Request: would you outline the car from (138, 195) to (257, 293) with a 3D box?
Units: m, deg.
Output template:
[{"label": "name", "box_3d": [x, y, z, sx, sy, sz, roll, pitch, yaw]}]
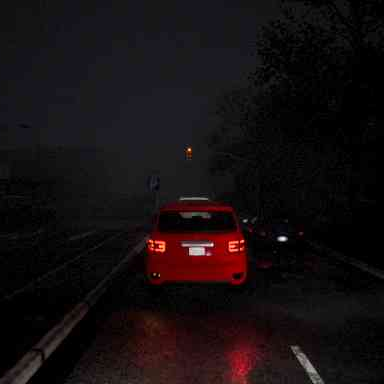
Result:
[{"label": "car", "box_3d": [0.088, 1.230, 9.044, 2.150, 2.045, 5.566, 0, 0, 0]}]

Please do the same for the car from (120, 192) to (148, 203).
[{"label": "car", "box_3d": [-11.558, 1.359, 65.010, 4.792, 1.488, 2.163, -1, 0, -15]}]

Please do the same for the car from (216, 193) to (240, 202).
[{"label": "car", "box_3d": [7.543, 1.143, 70.608, 4.553, 1.767, 2.185, 1, 0, -14]}]

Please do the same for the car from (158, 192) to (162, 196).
[{"label": "car", "box_3d": [-10.148, 1.323, 76.968, 4.892, 1.521, 2.231, -1, 0, -14]}]

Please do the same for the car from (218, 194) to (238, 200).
[{"label": "car", "box_3d": [8.947, 1.299, 82.380, 4.674, 1.452, 2.002, 1, 0, -12]}]

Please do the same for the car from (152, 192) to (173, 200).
[{"label": "car", "box_3d": [-8.164, 1.066, 91.956, 5.566, 2.045, 2.435, -1, 0, -12]}]

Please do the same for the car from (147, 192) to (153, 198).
[{"label": "car", "box_3d": [-10.919, 1.316, 68.003, 5.366, 1.575, 1.946, -1, 0, -15]}]

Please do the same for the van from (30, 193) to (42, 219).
[{"label": "van", "box_3d": [-13.645, 1.298, 24.222, 4.442, 1.987, 1.878, -1, 0, -20]}]

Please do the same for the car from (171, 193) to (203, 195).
[{"label": "car", "box_3d": [0.120, 1.247, 19.402, 2.150, 2.045, 5.566, 0, 0, 0]}]

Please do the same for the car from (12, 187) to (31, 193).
[{"label": "car", "box_3d": [-28.263, 0.138, 55.849, 2.002, 1.452, 4.674, 6, -3, -19]}]

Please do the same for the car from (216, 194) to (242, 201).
[{"label": "car", "box_3d": [8.074, 1.265, 73.602, 5.366, 1.575, 1.946, 1, 0, -13]}]

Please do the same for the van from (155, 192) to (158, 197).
[{"label": "van", "box_3d": [-10.370, 1.094, 73.996, 4.442, 1.987, 1.878, -1, 0, -14]}]

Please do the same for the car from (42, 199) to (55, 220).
[{"label": "car", "box_3d": [-13.675, 1.405, 27.200, 4.553, 1.767, 2.185, -1, 0, -19]}]

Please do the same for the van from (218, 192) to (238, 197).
[{"label": "van", "box_3d": [7.165, 1.044, 67.638, 4.442, 1.987, 1.878, 1, 0, -14]}]

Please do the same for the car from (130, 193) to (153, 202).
[{"label": "car", "box_3d": [-10.830, 1.197, 70.955, 4.553, 1.767, 2.185, -1, 0, -14]}]

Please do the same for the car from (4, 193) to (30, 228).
[{"label": "car", "box_3d": [-13.755, 1.269, 21.186, 5.566, 2.045, 2.435, -1, 0, -20]}]

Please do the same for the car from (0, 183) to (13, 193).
[{"label": "car", "box_3d": [-31.257, -0.424, 55.904, 2.435, 2.045, 5.566, 6, -3, -19]}]

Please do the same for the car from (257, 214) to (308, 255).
[{"label": "car", "box_3d": [3.098, 1.580, 13.413, 1.994, 1.385, 4.181, 0, 0, 0]}]

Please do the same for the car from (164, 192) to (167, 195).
[{"label": "car", "box_3d": [-9.414, 1.360, 82.966, 4.674, 1.452, 2.002, -1, 0, -13]}]

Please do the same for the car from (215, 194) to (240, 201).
[{"label": "car", "box_3d": [8.051, 1.259, 76.454, 5.366, 1.575, 1.946, 1, 0, -13]}]

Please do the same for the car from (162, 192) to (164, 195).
[{"label": "car", "box_3d": [-9.780, 1.360, 79.964, 4.674, 1.452, 2.002, -1, 0, -13]}]

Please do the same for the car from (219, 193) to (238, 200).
[{"label": "car", "box_3d": [9.308, 1.130, 85.311, 4.553, 1.767, 2.185, 1, 0, -12]}]

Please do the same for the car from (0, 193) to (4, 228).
[{"label": "car", "box_3d": [-13.823, 1.264, 18.149, 5.566, 2.045, 2.435, -1, 0, -20]}]
